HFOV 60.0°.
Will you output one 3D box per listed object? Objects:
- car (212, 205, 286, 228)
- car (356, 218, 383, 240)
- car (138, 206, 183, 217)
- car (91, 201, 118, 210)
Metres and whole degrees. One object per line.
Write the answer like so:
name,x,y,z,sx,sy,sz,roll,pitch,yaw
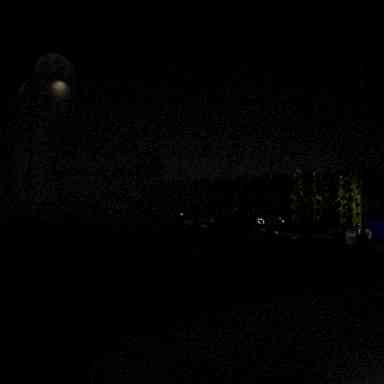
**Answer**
car,3.139,1.522,19.055,2.097,1.767,4.553,0,-1,-34
car,9.662,1.585,14.651,1.882,1.535,5.008,2,-2,-20
car,-2.621,1.829,27.204,1.895,1.301,4.718,0,0,-35
car,-9.997,1.739,37.629,2.128,1.511,4.902,0,0,-35
